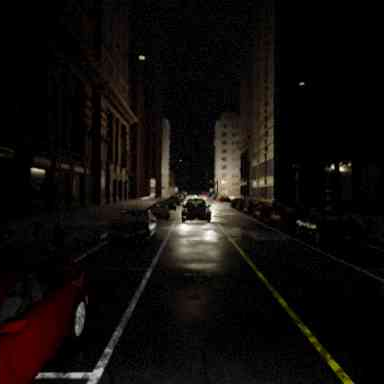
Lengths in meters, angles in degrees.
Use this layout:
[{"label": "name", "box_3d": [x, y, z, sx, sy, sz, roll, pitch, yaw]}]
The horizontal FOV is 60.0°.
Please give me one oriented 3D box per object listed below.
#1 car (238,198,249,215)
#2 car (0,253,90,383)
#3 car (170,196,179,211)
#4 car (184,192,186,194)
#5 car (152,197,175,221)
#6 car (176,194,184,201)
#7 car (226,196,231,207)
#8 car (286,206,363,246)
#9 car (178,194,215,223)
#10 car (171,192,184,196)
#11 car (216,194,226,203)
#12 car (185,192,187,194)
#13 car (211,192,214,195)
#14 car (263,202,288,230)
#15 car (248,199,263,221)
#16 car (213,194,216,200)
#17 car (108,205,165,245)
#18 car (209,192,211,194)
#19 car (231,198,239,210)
[{"label": "car", "box_3d": [5.955, 1.447, 31.851, 1.887, 1.381, 4.507, 1, 0, 0]}, {"label": "car", "box_3d": [-2.509, 1.518, 3.704, 1.887, 1.381, 4.507, 1, 0, 0]}, {"label": "car", "box_3d": [-2.584, 1.416, 37.451, 1.802, 1.307, 4.206, 1, 0, 0]}, {"label": "car", "box_3d": [-2.645, 1.263, 65.573, 1.947, 1.339, 4.313, 1, 0, 0]}, {"label": "car", "box_3d": [-2.558, 1.410, 26.031, 1.752, 1.417, 4.829, 1, 0, 0]}, {"label": "car", "box_3d": [-2.669, 1.167, 76.651, 1.752, 1.417, 4.829, 1, 0, 0]}, {"label": "car", "box_3d": [5.930, 1.417, 43.101, 1.947, 1.339, 4.313, 1, 0, 0]}, {"label": "car", "box_3d": [5.992, 1.524, 14.977, 2.008, 1.369, 4.403, 1, 0, 0]}, {"label": "car", "box_3d": [0.296, 1.258, 24.471, 2.097, 1.767, 4.553, 0, 0, 0]}, {"label": "car", "box_3d": [-2.606, 1.221, 48.699, 1.967, 1.590, 4.097, 1, 0, 0]}, {"label": "car", "box_3d": [5.893, 1.313, 59.974, 1.887, 1.381, 4.507, 1, 0, 0]}, {"label": "car", "box_3d": [-2.655, 1.109, 71.196, 1.967, 1.590, 4.097, 1, 0, 0]}, {"label": "car", "box_3d": [5.856, 1.228, 76.848, 1.887, 1.381, 4.507, 1, 0, 0]}, {"label": "car", "box_3d": [5.979, 1.495, 20.602, 1.887, 1.381, 4.507, 1, 0, 0]}, {"label": "car", "box_3d": [5.967, 1.472, 26.226, 1.887, 1.381, 4.507, 1, 0, 0]}, {"label": "car", "box_3d": [5.882, 1.180, 65.599, 1.967, 1.590, 4.097, 1, 0, 0]}, {"label": "car", "box_3d": [-2.534, 1.481, 14.953, 2.008, 1.369, 4.403, 1, 0, 0]}, {"label": "car", "box_3d": [5.844, 1.205, 82.473, 2.008, 1.369, 4.403, 1, 0, 0]}, {"label": "car", "box_3d": [5.942, 1.422, 37.475, 1.887, 1.381, 4.507, 1, 0, 0]}]
